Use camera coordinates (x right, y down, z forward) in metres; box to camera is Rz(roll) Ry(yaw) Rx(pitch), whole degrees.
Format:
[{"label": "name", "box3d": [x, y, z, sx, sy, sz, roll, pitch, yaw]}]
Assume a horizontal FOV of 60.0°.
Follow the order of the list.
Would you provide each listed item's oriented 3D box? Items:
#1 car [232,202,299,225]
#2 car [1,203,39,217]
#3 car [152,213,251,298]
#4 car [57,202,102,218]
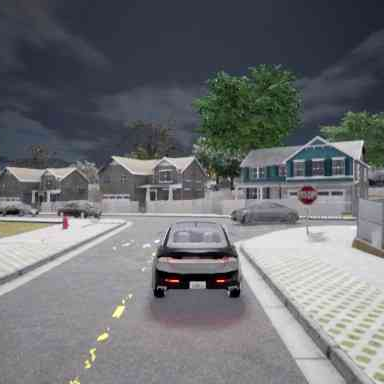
[{"label": "car", "box3d": [4.538, 1.325, 21.062, 4.181, 1.385, 1.994, -1, -1, -5]}, {"label": "car", "box3d": [-18.688, 1.991, 36.154, 4.902, 1.511, 2.128, -2, -2, 30]}, {"label": "car", "box3d": [0.103, 1.492, 8.509, 2.128, 1.511, 4.902, 0, 0, 0]}, {"label": "car", "box3d": [-10.540, 1.745, 31.198, 4.892, 1.490, 1.837, -2, -2, 32]}]
